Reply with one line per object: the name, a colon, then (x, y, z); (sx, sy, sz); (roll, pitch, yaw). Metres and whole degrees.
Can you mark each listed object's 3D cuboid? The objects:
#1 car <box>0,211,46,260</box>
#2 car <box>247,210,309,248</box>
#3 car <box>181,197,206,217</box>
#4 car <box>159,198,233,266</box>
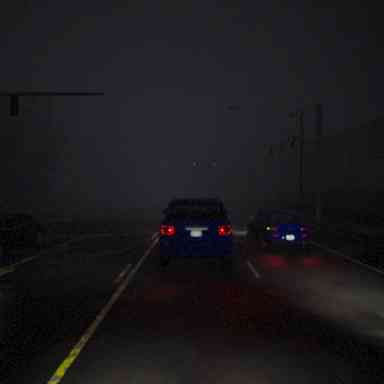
car: (-7.023, 1.477, 11.997); (1.837, 1.490, 4.892); (0, 0, 0)
car: (3.602, 1.486, 14.490); (1.812, 1.442, 4.674); (0, 0, 0)
car: (0.103, 1.299, 30.492); (2.128, 1.511, 4.902); (0, 1, 0)
car: (0.102, 1.194, 11.510); (2.150, 2.045, 5.566); (0, 0, 0)
